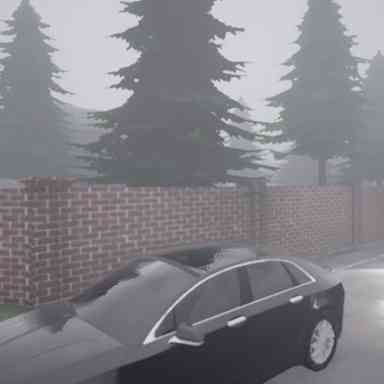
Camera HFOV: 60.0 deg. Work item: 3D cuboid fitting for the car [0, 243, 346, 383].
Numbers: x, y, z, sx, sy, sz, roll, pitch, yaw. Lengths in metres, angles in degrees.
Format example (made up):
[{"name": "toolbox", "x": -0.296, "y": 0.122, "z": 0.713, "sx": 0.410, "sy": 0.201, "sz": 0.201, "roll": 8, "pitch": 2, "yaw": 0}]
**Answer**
[{"name": "car", "x": -0.045, "y": 1.477, "z": 3.979, "sx": 4.892, "sy": 1.490, "sz": 1.837, "roll": -1, "pitch": 0, "yaw": -37}]
